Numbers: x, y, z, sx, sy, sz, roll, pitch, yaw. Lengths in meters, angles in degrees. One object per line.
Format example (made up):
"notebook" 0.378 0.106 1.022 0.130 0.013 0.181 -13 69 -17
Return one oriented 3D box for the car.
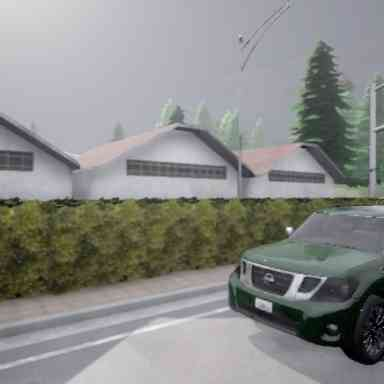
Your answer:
"car" 3.269 1.283 6.271 5.566 2.045 2.150 1 -1 -35
